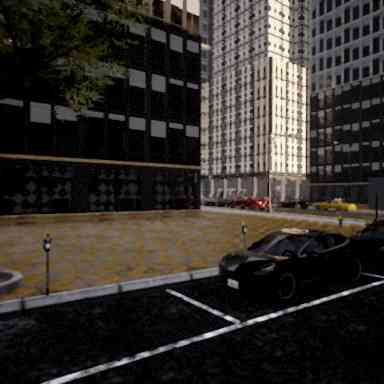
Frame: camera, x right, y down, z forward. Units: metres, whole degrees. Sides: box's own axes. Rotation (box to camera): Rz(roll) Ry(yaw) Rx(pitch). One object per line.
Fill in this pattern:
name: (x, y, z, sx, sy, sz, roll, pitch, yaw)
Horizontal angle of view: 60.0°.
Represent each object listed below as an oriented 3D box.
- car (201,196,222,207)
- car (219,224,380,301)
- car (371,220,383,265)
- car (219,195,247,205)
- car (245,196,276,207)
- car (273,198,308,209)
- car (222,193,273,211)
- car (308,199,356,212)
car: (2.887, 1.239, 42.172, 1.947, 1.339, 4.313, 2, 0, -36)
car: (2.665, 1.631, 8.468, 4.313, 1.339, 1.947, 1, -1, -36)
car: (6.934, 1.680, 11.516, 4.313, 1.339, 1.947, 1, -1, -36)
car: (6.330, 1.187, 51.662, 1.947, 1.339, 4.313, 2, 0, -36)
car: (9.646, 1.308, 47.125, 1.802, 1.307, 4.206, 2, 0, -36)
car: (12.963, 1.398, 42.589, 1.947, 1.339, 4.313, 2, 0, -36)
car: (6.211, 1.094, 37.636, 2.192, 1.841, 5.009, 2, 0, -36)
car: (16.249, 1.460, 38.244, 1.752, 1.417, 4.829, 2, 0, -36)
